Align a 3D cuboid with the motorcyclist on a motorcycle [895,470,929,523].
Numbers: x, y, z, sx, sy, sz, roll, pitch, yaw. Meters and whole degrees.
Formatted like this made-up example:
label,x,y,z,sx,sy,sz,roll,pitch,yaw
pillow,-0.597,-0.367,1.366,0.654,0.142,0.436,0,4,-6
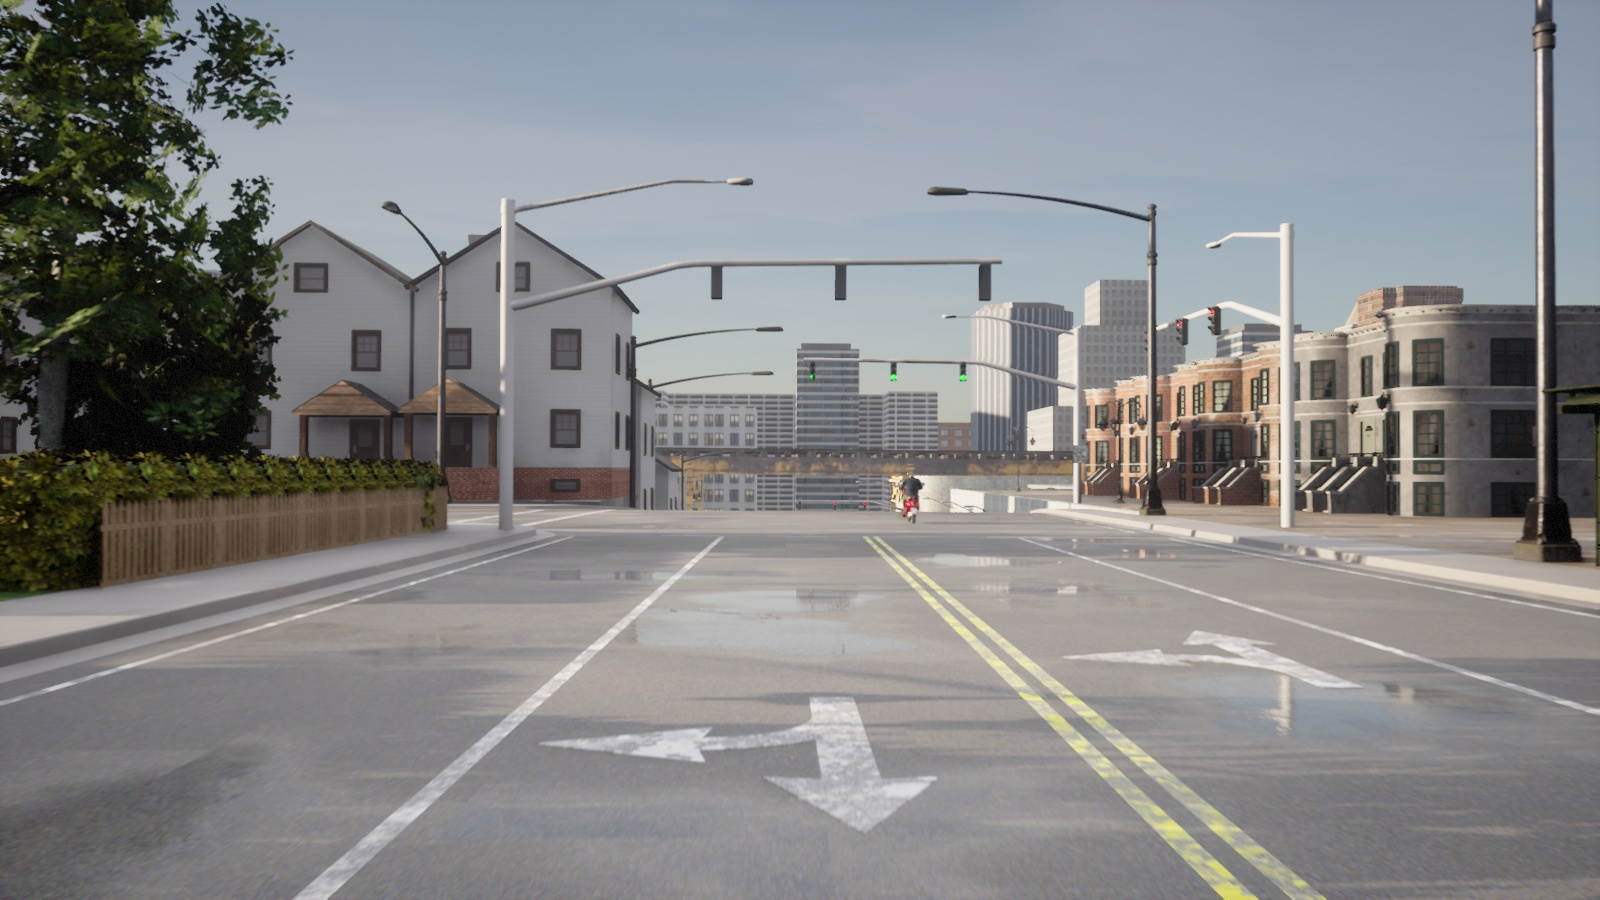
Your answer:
label,x,y,z,sx,sy,sz,roll,pitch,yaw
motorcyclist on a motorcycle,3.406,1.396,38.308,0.866,1.590,1.817,0,-1,0
